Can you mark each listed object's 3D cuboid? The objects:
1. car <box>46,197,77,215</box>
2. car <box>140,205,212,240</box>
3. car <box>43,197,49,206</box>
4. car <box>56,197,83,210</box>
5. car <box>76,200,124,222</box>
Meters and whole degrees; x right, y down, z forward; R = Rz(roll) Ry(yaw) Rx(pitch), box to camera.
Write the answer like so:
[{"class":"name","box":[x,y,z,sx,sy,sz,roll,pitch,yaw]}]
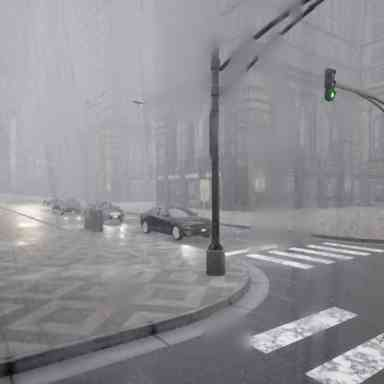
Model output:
[{"class":"car","box":[-12.981,1.518,34.109,2.033,1.411,5.357,0,0,-35]},{"class":"car","box":[-0.924,1.470,17.187,1.882,1.535,5.008,0,0,-36]},{"class":"car","box":[-22.005,1.446,52.096,1.812,1.442,4.674,0,0,-35]},{"class":"car","box":[-16.367,1.489,44.280,2.033,1.411,5.357,0,0,-35]},{"class":"car","box":[-6.836,1.480,25.476,2.128,1.511,4.902,0,0,-35]}]
